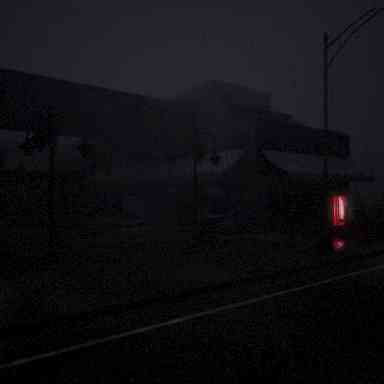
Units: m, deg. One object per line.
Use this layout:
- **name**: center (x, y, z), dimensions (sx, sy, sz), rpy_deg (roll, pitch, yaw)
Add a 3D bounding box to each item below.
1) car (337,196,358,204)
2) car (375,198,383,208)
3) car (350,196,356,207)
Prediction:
- **car**: center (32.729, 1.645, 70.017), dimensions (4.514, 1.523, 2.007), rpy_deg (0, 0, -36)
- **car**: center (27.460, 1.538, 46.872), dimensions (3.806, 1.475, 1.970), rpy_deg (0, 0, -36)
- **car**: center (23.457, 1.459, 51.899), dimensions (5.027, 1.636, 2.152), rpy_deg (0, 0, -36)
